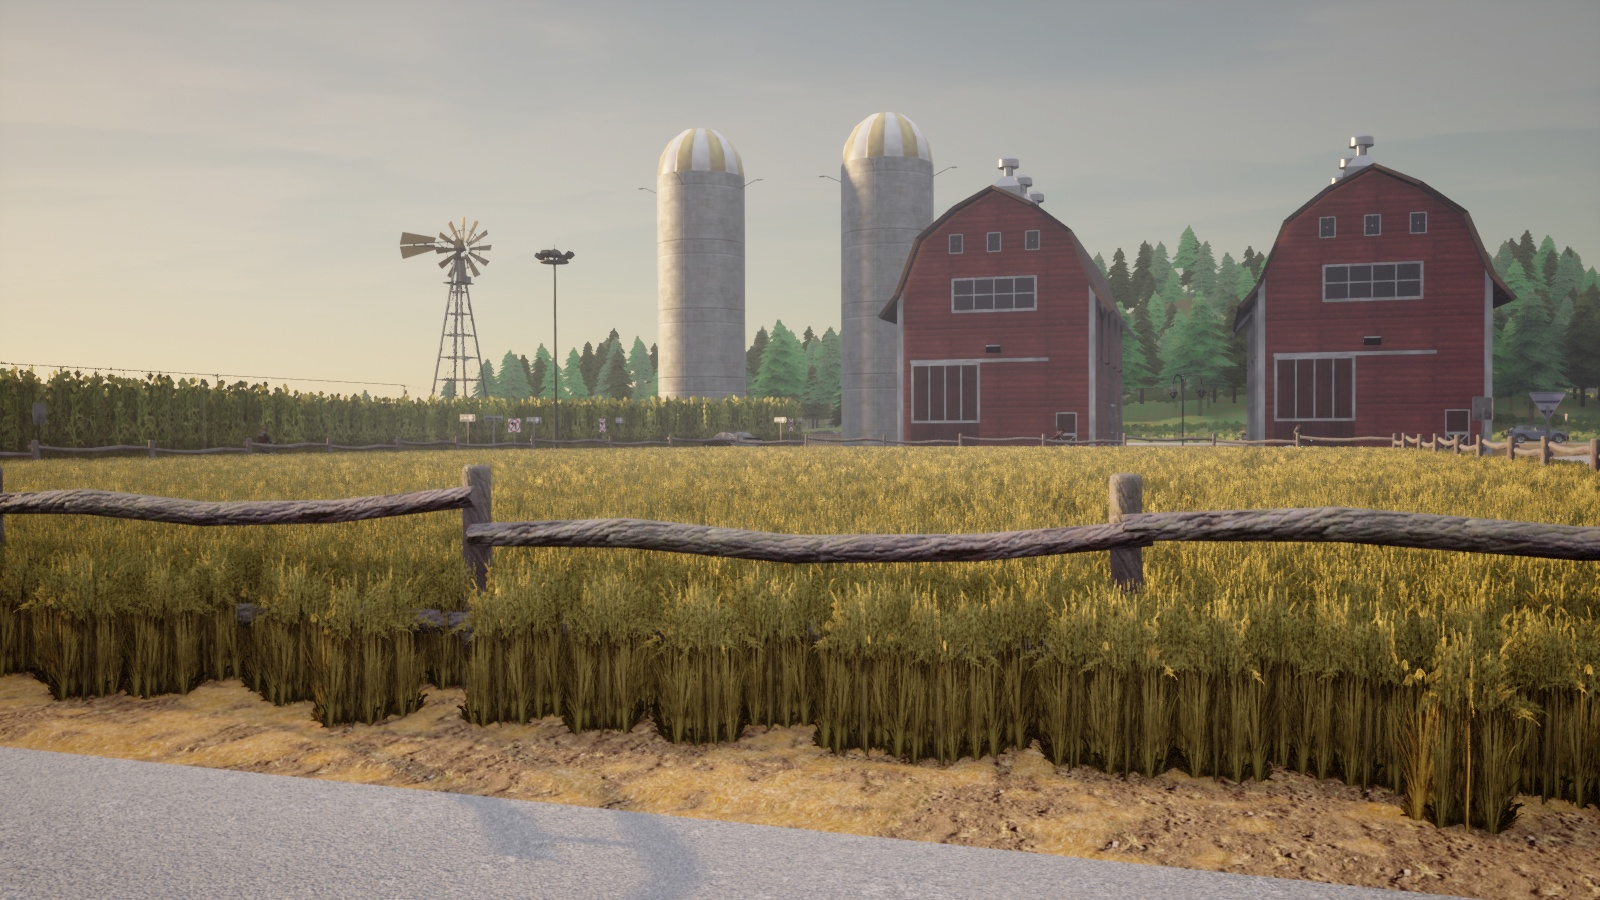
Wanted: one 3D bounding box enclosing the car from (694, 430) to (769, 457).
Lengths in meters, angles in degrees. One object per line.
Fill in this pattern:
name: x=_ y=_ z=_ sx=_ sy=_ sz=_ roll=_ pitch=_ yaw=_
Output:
car: x=-4.115 y=-0.426 z=74.572 sx=2.128 sy=1.511 sz=4.902 roll=0 pitch=1 yaw=-36
